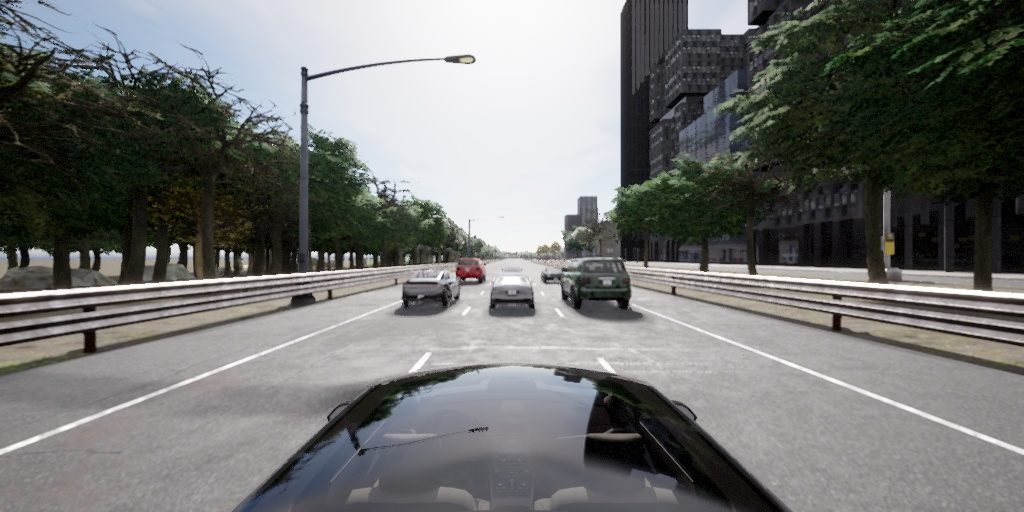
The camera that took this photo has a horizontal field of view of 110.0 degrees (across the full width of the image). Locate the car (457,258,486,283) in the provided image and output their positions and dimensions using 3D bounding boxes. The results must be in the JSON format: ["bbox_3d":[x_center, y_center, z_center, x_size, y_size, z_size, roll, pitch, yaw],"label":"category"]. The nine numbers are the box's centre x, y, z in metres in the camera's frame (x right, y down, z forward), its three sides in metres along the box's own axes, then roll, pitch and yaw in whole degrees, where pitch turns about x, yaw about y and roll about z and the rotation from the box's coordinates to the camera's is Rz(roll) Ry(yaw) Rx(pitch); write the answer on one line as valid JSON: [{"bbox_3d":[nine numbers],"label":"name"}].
[{"bbox_3d":[-3.485,1.209,30.868,2.150,2.045,5.566,0,0,0],"label":"car"}]

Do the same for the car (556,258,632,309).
[{"bbox_3d":[3.508,1.091,15.871,2.150,2.045,5.566,0,0,0],"label":"car"}]

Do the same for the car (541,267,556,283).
[{"bbox_3d":[3.516,1.593,30.946,1.895,1.301,4.718,0,0,0],"label":"car"}]

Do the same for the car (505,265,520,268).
[{"bbox_3d":[0.019,1.520,31.234,1.812,1.442,4.674,0,0,0],"label":"car"}]

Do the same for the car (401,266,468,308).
[{"bbox_3d":[-3.489,1.370,16.145,2.128,1.511,4.902,0,0,0],"label":"car"}]

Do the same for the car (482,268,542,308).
[{"bbox_3d":[0.007,1.422,15.834,2.033,1.411,5.357,0,0,0],"label":"car"}]
